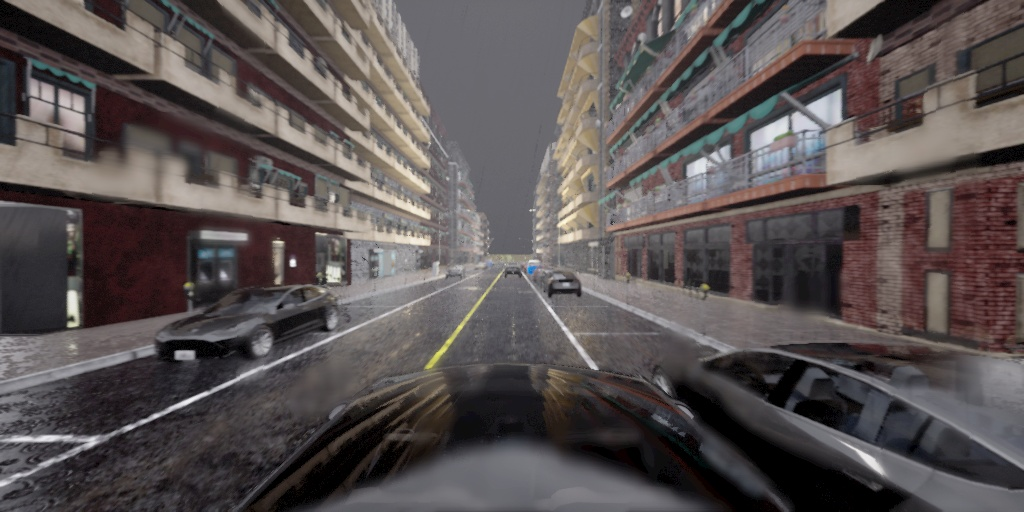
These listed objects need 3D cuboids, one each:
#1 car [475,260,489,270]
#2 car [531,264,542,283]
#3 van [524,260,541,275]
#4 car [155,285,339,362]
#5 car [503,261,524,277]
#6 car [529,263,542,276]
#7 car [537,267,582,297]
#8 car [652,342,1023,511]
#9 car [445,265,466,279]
[{"bbox_3d":[-5.704,1.777,64.900,1.751,1.417,4.829,0,0,0],"label":"car"},{"bbox_3d":[2.685,1.498,25.476,2.007,1.370,4.403,0,0,0],"label":"car"},{"bbox_3d":[2.681,1.423,42.469,1.690,1.789,3.998,0,0,0],"label":"van"},{"bbox_3d":[-5.693,1.372,8.423,1.948,1.339,4.313,0,0,0],"label":"car"},{"bbox_3d":[0.092,1.564,39.992,1.837,1.490,4.892,0,-2,0],"label":"car"},{"bbox_3d":[2.683,1.576,31.140,1.802,1.307,4.207,0,0,0],"label":"car"},{"bbox_3d":[2.688,1.467,19.811,1.948,1.339,4.313,0,0,0],"label":"car"},{"bbox_3d":[2.662,1.325,2.818,1.948,1.339,4.313,0,0,0],"label":"car"},{"bbox_3d":[-5.698,1.589,36.747,2.007,1.370,4.403,0,0,0],"label":"car"}]
